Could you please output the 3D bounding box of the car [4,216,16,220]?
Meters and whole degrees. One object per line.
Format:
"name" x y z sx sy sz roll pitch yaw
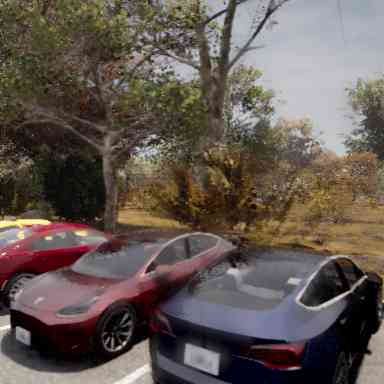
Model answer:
"car" -5.484 1.495 9.507 1.946 1.575 5.366 0 0 36

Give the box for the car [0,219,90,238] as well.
"car" -3.112 1.493 8.034 2.097 1.535 5.008 0 0 36

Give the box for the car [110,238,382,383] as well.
"car" 1.440 1.513 4.824 2.163 1.488 4.792 0 0 36

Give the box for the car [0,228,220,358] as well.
"car" -0.860 1.518 6.395 2.163 1.488 4.792 0 0 36
